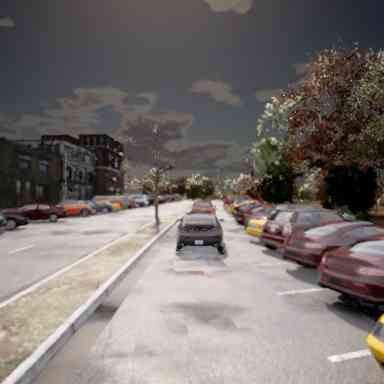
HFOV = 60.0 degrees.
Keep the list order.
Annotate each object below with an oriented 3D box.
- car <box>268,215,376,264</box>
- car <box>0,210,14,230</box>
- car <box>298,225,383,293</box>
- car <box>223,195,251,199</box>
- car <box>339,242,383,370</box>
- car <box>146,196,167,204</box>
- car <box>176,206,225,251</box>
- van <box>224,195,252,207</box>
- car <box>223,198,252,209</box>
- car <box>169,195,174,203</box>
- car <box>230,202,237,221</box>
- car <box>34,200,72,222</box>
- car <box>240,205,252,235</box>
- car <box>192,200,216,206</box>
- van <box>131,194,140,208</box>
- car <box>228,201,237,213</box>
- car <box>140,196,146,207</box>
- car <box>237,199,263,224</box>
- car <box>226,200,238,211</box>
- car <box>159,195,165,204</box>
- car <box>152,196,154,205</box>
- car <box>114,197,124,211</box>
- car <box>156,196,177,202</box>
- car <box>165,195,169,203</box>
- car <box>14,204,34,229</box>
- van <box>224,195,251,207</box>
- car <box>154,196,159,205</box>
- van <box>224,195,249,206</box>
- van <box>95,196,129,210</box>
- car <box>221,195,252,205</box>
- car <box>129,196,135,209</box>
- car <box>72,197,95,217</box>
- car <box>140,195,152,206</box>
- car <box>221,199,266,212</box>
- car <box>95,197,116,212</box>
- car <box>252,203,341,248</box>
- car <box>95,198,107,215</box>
[{"bbox_3d":[4.964,1.585,10.028,4.674,1.452,2.002,1,-1,-18],"label":"car"},{"bbox_3d":[-13.050,1.337,17.771,5.566,2.045,2.435,-1,-1,-18],"label":"car"},{"bbox_3d":[4.905,1.568,7.068,4.674,1.452,2.002,1,-1,-19],"label":"car"},{"bbox_3d":[6.284,1.570,36.646,4.553,1.767,2.185,1,-1,-16],"label":"car"},{"bbox_3d":[4.691,1.505,4.041,5.366,1.575,1.946,1,0,-19],"label":"car"},{"bbox_3d":[-8.338,1.830,77.820,4.553,1.767,2.185,-1,0,-15],"label":"car"},{"bbox_3d":[0.357,1.594,14.595,1.837,1.490,4.892,0,0,2],"label":"car"},{"bbox_3d":[7.963,1.588,57.357,4.442,1.987,1.878,1,0,-15],"label":"van"},{"bbox_3d":[6.087,1.679,33.695,5.008,1.535,2.097,1,-1,-16],"label":"car"},{"bbox_3d":[-7.819,1.992,83.815,5.008,1.535,2.097,-1,-1,-15],"label":"car"},{"bbox_3d":[5.385,1.611,21.866,5.008,1.535,2.097,1,-1,-17],"label":"car"},{"bbox_3d":[-12.620,1.646,26.805,5.008,1.535,2.097,-1,0,-17],"label":"car"},{"bbox_3d":[5.321,1.578,16.007,5.366,1.575,1.946,1,-1,-18],"label":"car"},{"bbox_3d":[1.061,1.527,29.370,2.097,1.767,4.553,0,0,4],"label":"car"},{"bbox_3d":[-10.662,1.568,50.906,4.442,1.987,1.878,-1,-1,-15],"label":"van"},{"bbox_3d":[5.512,1.658,24.809,4.792,1.488,2.163,1,0,-17],"label":"car"},{"bbox_3d":[-10.508,1.813,53.866,5.008,1.535,2.097,-1,-1,-15],"label":"car"},{"bbox_3d":[5.292,1.470,18.913,4.553,1.767,2.185,1,0,-17],"label":"car"},{"bbox_3d":[5.740,1.675,27.794,4.792,1.488,2.163,1,-1,-16],"label":"car"},{"bbox_3d":[-9.154,1.651,68.847,5.566,2.045,2.435,-1,-1,-15],"label":"car"},{"bbox_3d":[-9.977,1.849,59.853,5.008,1.535,2.097,-1,-1,-15],"label":"car"},{"bbox_3d":[-11.722,1.740,41.810,5.366,1.575,1.946,-1,0,-15],"label":"car"},{"bbox_3d":[-7.157,2.019,92.793,5.366,1.575,1.946,-1,0,-15],"label":"car"},{"bbox_3d":[-8.619,1.687,74.838,5.566,2.045,2.435,-1,-1,-15],"label":"car"},{"bbox_3d":[-12.947,1.608,20.776,5.008,1.535,2.097,-1,-1,-18],"label":"car"},{"bbox_3d":[8.222,1.605,60.324,4.442,1.987,1.878,1,0,-15],"label":"van"},{"bbox_3d":[-9.737,1.616,62.834,5.566,2.045,2.435,-1,0,-15],"label":"car"},{"bbox_3d":[8.481,1.623,63.290,4.442,1.987,1.878,1,0,-15],"label":"van"},{"bbox_3d":[-11.184,1.532,44.903,4.442,1.987,1.878,-1,-1,-15],"label":"van"},{"bbox_3d":[8.883,1.616,66.297,5.566,2.045,2.435,1,-1,-15],"label":"car"},{"bbox_3d":[-11.061,1.808,47.858,4.792,1.488,2.163,-1,0,-15],"label":"car"},{"bbox_3d":[-12.214,1.559,32.839,4.553,1.767,2.185,-1,0,-16],"label":"car"},{"bbox_3d":[-10.268,1.580,56.849,5.566,2.045,2.435,-1,0,-15],"label":"car"},{"bbox_3d":[6.605,1.725,42.518,5.366,1.575,1.946,1,0,-15],"label":"car"},{"bbox_3d":[-11.798,1.723,38.862,5.008,1.535,2.097,-1,-1,-16],"label":"car"},{"bbox_3d":[5.019,1.435,12.981,4.553,1.767,2.185,1,-1,-18],"label":"car"},{"bbox_3d":[-12.007,1.705,35.851,4.892,1.521,2.231,-1,0,-16],"label":"car"}]
